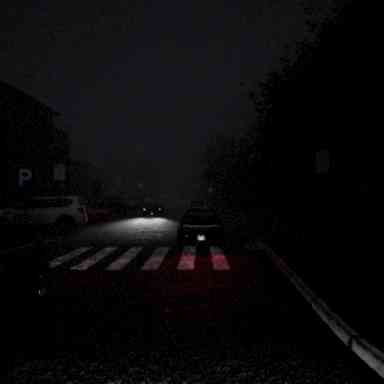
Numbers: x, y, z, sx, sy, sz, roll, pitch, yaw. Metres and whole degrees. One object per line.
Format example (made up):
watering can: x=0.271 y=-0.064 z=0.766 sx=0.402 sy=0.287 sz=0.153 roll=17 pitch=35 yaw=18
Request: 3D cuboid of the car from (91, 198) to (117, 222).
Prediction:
car: x=-8.801 y=1.555 z=25.614 sx=5.366 sy=1.575 sz=1.946 roll=-1 pitch=0 yaw=-20

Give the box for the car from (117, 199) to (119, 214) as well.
car: x=-8.957 y=1.610 z=28.557 sx=4.674 sy=1.452 sz=2.002 roll=-1 pitch=0 yaw=-20

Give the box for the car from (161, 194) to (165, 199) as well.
car: x=-8.590 y=1.439 z=61.610 sx=5.566 sy=2.045 sz=2.435 roll=-1 pitch=-1 yaw=-20

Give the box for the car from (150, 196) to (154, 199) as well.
car: x=-8.712 y=1.666 z=49.593 sx=4.792 sy=1.488 sz=2.163 roll=-1 pitch=-1 yaw=-19

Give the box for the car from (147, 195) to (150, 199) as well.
car: x=-8.741 y=1.499 z=46.580 sx=4.553 sy=1.767 sz=2.185 roll=-1 pitch=0 yaw=-19

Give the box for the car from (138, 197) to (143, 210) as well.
car: x=-8.838 y=1.645 z=40.570 sx=4.674 sy=1.452 sz=2.002 roll=-1 pitch=0 yaw=-19

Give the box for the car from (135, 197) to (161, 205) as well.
car: x=-8.561 y=1.746 z=64.587 sx=4.674 sy=1.452 sz=2.002 roll=-1 pitch=0 yaw=-19

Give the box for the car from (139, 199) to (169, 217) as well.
car: x=-3.631 y=1.669 z=32.556 sx=1.895 sy=1.301 sz=4.718 roll=0 pitch=0 yaw=1

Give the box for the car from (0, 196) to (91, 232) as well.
car: x=-9.044 y=1.293 z=19.523 sx=5.566 sy=2.045 sz=2.435 roll=-1 pitch=0 yaw=-20

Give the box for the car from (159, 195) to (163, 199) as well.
car: x=-8.459 y=1.669 z=58.650 sx=5.366 sy=1.575 sz=1.946 roll=-1 pitch=-1 yaw=-19

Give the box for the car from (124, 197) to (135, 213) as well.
car: x=-8.891 y=1.587 z=34.559 sx=5.008 sy=1.535 sz=2.097 roll=-1 pitch=0 yaw=-19

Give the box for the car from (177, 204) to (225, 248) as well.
car: x=0.382 y=1.488 z=14.626 sx=2.128 sy=1.511 sz=4.902 roll=0 pitch=0 yaw=1

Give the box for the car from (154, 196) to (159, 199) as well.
car: x=-8.682 y=1.397 z=52.594 sx=5.566 sy=2.045 sz=2.435 roll=-1 pitch=-1 yaw=-19

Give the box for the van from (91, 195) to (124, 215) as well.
van: x=-9.039 y=1.354 z=31.515 sx=4.442 sy=1.987 sz=1.878 roll=-1 pitch=0 yaw=-20

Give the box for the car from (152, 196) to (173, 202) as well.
car: x=-8.149 y=1.870 z=91.660 sx=5.366 sy=1.575 sz=1.946 roll=-1 pitch=-1 yaw=-20

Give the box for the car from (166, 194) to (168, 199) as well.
car: x=-8.441 y=1.786 z=73.604 sx=4.792 sy=1.488 sz=2.163 roll=-1 pitch=-1 yaw=-19

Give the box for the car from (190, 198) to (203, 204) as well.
car: x=0.692 y=1.622 z=48.042 sx=1.812 sy=1.442 sz=4.674 roll=0 pitch=0 yaw=0

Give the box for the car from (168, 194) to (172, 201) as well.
car: x=-8.372 y=1.837 z=85.596 sx=4.892 sy=1.521 sz=2.231 roll=-1 pitch=-1 yaw=-20

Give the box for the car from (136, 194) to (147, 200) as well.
car: x=-8.774 y=1.489 z=43.579 sx=4.553 sy=1.767 sz=2.185 roll=-1 pitch=0 yaw=-19

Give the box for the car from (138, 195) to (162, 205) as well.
car: x=-8.565 y=1.597 z=67.584 sx=4.553 sy=1.767 sz=2.185 roll=-1 pitch=-1 yaw=-19

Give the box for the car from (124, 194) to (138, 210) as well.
car: x=-8.904 y=1.471 z=37.563 sx=4.553 sy=1.767 sz=2.185 roll=-1 pitch=0 yaw=-20

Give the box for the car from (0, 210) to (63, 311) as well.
car: x=-4.331 y=1.346 z=5.264 sx=2.097 sy=1.767 sz=4.553 roll=-1 pitch=0 yaw=10
